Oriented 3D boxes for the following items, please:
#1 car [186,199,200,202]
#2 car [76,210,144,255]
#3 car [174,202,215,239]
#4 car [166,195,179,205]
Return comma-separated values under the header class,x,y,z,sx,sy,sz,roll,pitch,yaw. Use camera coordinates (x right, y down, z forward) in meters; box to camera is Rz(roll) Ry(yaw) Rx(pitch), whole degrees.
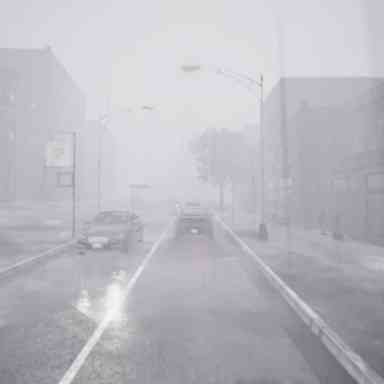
class,x,y,z,sx,sy,sz,roll,pitch,yaw
car,0.123,1.506,35.506,1.837,1.490,4.892,0,0,0
car,-3.103,1.500,13.391,2.128,1.511,4.902,0,0,0
car,0.110,1.516,17.431,1.837,1.490,4.892,0,0,0
car,-3.246,1.306,55.900,1.882,1.535,5.008,0,1,0
